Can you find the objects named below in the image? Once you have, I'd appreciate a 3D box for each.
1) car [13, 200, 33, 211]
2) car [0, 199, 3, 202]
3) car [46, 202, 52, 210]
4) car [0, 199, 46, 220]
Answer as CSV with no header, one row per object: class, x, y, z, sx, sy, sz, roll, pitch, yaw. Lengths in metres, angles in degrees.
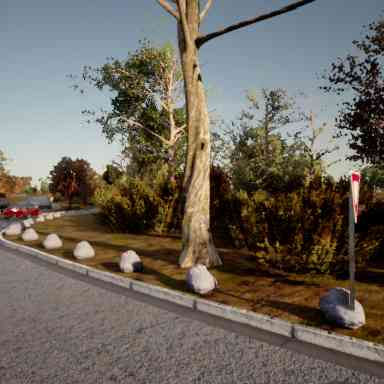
car,-29.151,2.232,57.622,2.097,1.767,4.553,0,-1,-14
car,-24.951,1.829,41.228,2.150,2.045,5.566,0,-1,7
car,-26.022,2.466,58.748,1.895,1.301,4.718,0,-1,-14
car,-16.971,1.859,33.721,2.097,1.767,4.553,0,-2,-5
